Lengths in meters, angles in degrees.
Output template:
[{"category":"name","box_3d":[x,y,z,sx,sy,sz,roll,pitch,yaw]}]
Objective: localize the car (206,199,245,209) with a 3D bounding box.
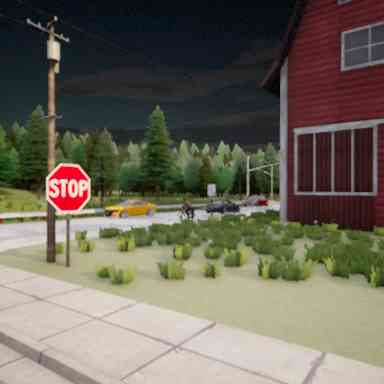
[{"category":"car","box_3d":[3.153,1.472,33.406,1.812,1.442,4.674,0,0,37]}]

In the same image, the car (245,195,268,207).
[{"category":"car","box_3d":[9.082,1.287,47.465,2.097,1.767,4.553,0,0,37]}]

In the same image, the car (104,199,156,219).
[{"category":"car","box_3d":[-5.200,1.412,28.359,1.882,1.535,5.008,0,0,37]}]

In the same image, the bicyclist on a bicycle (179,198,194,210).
[{"category":"bicyclist on a bicycle","box_3d":[-0.352,1.259,22.337,1.656,1.620,0.582,0,0,37]}]
